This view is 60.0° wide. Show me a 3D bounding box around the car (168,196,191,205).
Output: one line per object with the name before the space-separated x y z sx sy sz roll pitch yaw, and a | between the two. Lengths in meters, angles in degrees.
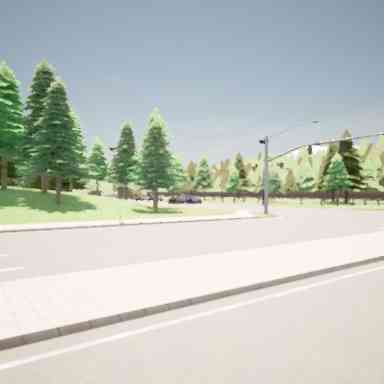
car | -2.815 1.690 64.166 1.837 1.490 4.892 0 0 -34

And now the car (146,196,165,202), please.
car | -8.701 1.595 78.726 2.033 1.411 5.357 0 0 -35

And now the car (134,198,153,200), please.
car | -11.567 1.577 76.716 2.033 1.411 5.357 0 0 -35

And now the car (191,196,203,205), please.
car | 0.162 1.556 66.040 2.097 1.767 4.553 0 0 -34
